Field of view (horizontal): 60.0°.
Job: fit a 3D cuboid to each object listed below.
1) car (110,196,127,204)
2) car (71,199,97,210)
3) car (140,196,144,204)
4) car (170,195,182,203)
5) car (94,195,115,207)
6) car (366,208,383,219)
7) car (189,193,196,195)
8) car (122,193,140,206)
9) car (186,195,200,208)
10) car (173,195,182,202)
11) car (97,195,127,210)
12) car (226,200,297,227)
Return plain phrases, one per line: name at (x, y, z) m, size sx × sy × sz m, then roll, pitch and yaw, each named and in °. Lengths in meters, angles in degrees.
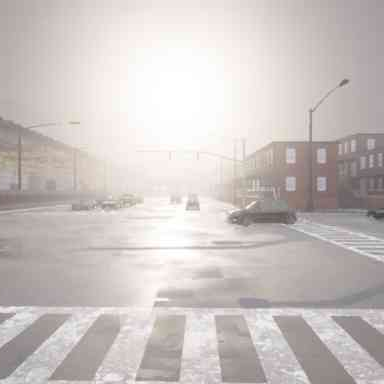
car at (-13.980, 1.492, 63.434) m, size 2.128 × 1.511 × 4.902 m, roll 0°, pitch 0°, yaw 0°
car at (-14.039, 1.601, 43.285) m, size 1.895 × 1.301 × 4.718 m, roll 0°, pitch 0°, yaw 0°
car at (-10.475, 1.505, 64.927) m, size 1.837 × 1.490 × 4.892 m, roll 0°, pitch 0°, yaw 1°
car at (-3.337, 1.351, 69.089) m, size 2.097 × 1.767 × 4.553 m, roll 0°, pitch 0°, yaw 0°
car at (-14.016, 1.352, 53.371) m, size 2.097 × 1.767 × 4.553 m, roll 0°, pitch 0°, yaw 0°
car at (17.060, 1.547, 26.712) m, size 5.357 × 1.411 × 2.033 m, roll 0°, pitch 0°, yaw 0°
car at (0.072, 1.225, 78.932) m, size 2.150 × 2.045 × 5.566 m, roll 0°, pitch 0°, yaw 0°
car at (-10.516, 1.222, 54.473) m, size 2.150 × 2.045 × 5.566 m, roll 0°, pitch 0°, yaw 0°
car at (0.092, 1.547, 46.685) m, size 2.033 × 1.411 × 5.357 m, roll 0°, pitch 0°, yaw 0°
car at (-3.426, 1.478, 80.557) m, size 1.882 × 1.535 × 5.008 m, roll 0°, pitch 0°, yaw 0°
car at (-10.534, 1.547, 44.189) m, size 2.033 × 1.411 × 5.357 m, roll 0°, pitch 0°, yaw 0°
car at (4.654, 1.351, 22.544) m, size 4.553 × 1.767 × 2.097 m, roll 0°, pitch 0°, yaw -10°
